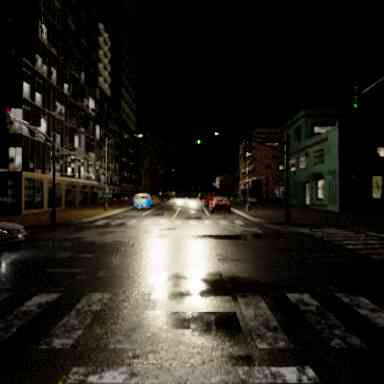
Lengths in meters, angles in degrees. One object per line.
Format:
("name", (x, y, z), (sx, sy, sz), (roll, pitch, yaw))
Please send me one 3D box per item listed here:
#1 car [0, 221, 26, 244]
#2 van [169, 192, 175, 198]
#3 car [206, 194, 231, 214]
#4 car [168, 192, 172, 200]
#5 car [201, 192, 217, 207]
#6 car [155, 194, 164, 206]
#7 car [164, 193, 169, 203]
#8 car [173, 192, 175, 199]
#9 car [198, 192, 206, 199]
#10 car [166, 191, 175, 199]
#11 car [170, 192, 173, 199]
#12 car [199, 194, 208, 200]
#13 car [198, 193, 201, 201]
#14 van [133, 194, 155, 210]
("car", (-9.129, 1.499, 13.225), (4.674, 1.442, 1.812), (-1, 0, 1))
("van", (-5.678, 0.810, 94.815), (1.690, 1.788, 3.998), (1, 0, 0))
("car", (2.703, 1.260, 32.442), (1.967, 1.590, 4.097), (1, 0, 0))
("car", (-5.681, 1.195, 66.447), (1.947, 1.339, 4.313), (1, 0, 0))
("car", (2.705, 1.072, 43.789), (2.192, 1.841, 5.009), (1, 0, 0))
("car", (-5.679, 1.251, 49.255), (1.752, 1.417, 4.829), (1, 0, 0))
("car", (-5.681, 1.243, 60.773), (1.802, 1.307, 4.206), (1, 0, 0))
("car", (-5.681, 1.084, 83.469), (2.008, 1.369, 4.403), (1, 0, 0))
("car", (2.700, 0.941, 89.181), (1.967, 1.590, 4.097), (1, 0, 0))
("car", (-5.677, 0.816, 89.142), (2.192, 1.841, 5.009), (1, 0, 0))
("car", (-5.681, 1.163, 72.121), (1.947, 1.339, 4.313), (1, 0, 0))
("car", (2.699, 1.131, 77.834), (1.947, 1.339, 4.313), (1, 0, 0))
("car", (2.704, 0.944, 66.485), (2.192, 1.841, 5.009), (1, 0, 0))
("van", (-5.675, 1.129, 38.076), (1.690, 1.788, 3.998), (1, 0, 0))
